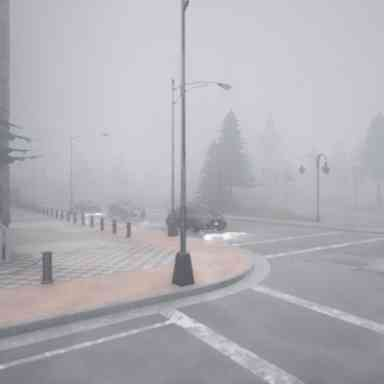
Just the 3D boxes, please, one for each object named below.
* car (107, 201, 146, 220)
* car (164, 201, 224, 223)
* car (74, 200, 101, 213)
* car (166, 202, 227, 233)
[{"bbox_3d":[-5.551,1.479,27.898,2.128,1.511,4.902,0,0,-35],"label":"car"},{"bbox_3d":[0.009,1.534,26.468,2.033,1.411,5.357,0,0,-35],"label":"car"},{"bbox_3d":[-11.461,1.550,36.382,1.994,1.385,4.181,0,0,-35],"label":"car"},{"bbox_3d":[0.165,1.550,19.699,1.994,1.385,4.181,0,0,-35],"label":"car"}]
